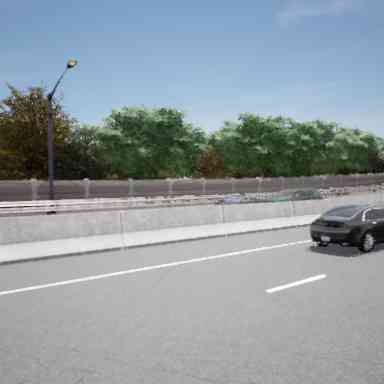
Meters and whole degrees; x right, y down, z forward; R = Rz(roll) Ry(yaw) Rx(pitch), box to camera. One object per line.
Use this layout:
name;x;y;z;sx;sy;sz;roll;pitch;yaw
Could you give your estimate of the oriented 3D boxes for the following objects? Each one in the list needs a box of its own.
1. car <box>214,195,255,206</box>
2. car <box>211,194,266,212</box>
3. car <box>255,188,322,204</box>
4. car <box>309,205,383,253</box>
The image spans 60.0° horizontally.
car;4.066;1.061;28.070;4.902;1.511;2.128;-2;1;-34
car;4.665;1.027;32.723;5.357;1.411;2.033;-2;1;-34
car;8.034;0.729;26.543;5.566;2.045;2.150;-2;1;-34
car;6.438;1.246;12.487;4.892;1.490;1.837;-2;1;-35
